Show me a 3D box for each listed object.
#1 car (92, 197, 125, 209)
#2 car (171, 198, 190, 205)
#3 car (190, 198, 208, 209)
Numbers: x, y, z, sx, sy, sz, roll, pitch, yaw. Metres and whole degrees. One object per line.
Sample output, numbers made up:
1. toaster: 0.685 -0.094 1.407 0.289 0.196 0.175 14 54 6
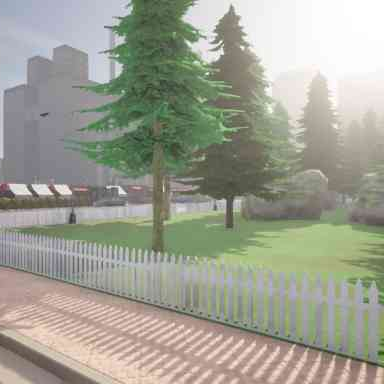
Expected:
1. car: -11.345 1.491 45.352 2.128 1.511 4.902 0 0 34
2. car: -1.801 1.396 59.323 1.882 1.535 5.008 0 0 34
3. car: 2.282 1.491 46.425 2.128 1.511 4.902 0 0 34
